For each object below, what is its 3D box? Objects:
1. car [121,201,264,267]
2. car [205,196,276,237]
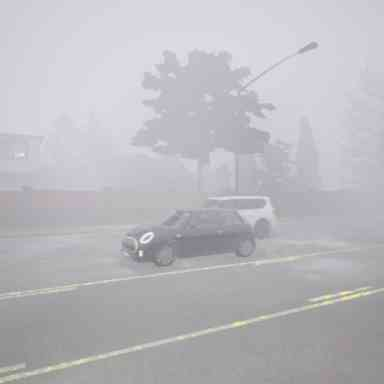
[{"bbox_3d":[-0.072,1.349,11.415,4.553,1.767,2.097,0,0,-29],"label":"car"},{"bbox_3d":[1.599,1.217,16.330,5.566,2.045,2.150,0,0,-29],"label":"car"}]
